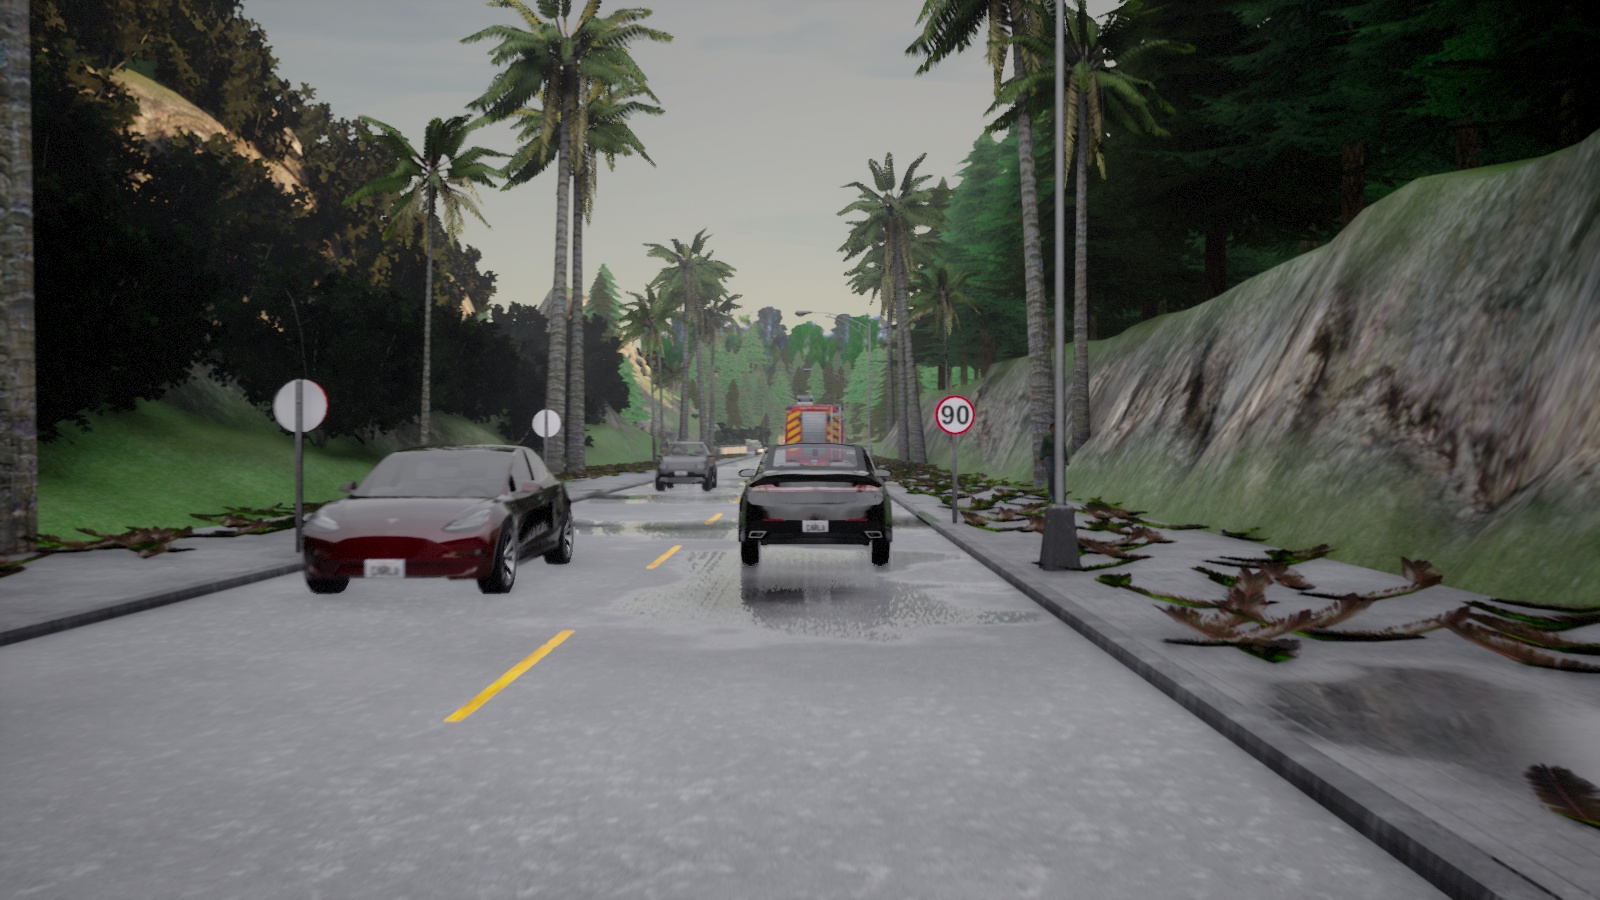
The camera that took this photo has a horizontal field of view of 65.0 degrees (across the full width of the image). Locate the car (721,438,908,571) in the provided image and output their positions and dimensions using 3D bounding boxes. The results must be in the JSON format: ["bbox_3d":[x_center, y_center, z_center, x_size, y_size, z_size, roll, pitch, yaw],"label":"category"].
[{"bbox_3d":[0.195,0.608,16.750,2.128,1.511,4.902,0,0,1],"label":"car"}]

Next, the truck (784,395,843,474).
[{"bbox_3d":[0.703,-0.788,65.743,2.891,3.827,8.468,0,0,1],"label":"truck"}]

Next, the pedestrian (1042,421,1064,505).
[{"bbox_3d":[5.616,0.294,27.898,0.353,1.847,0.614,0,0,1],"label":"pedestrian"}]

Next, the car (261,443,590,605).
[{"bbox_3d":[-3.834,0.665,13.904,2.163,1.488,4.792,0,0,1],"label":"car"}]

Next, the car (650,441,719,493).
[{"bbox_3d":[-3.570,0.498,39.432,1.789,1.549,3.705,0,0,1],"label":"car"}]
